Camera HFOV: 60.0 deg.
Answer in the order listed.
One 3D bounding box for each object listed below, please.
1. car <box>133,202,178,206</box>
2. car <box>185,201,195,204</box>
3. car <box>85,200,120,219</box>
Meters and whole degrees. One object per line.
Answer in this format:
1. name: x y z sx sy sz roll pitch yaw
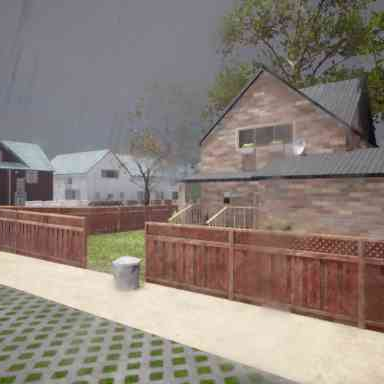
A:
1. car: -3.890 1.728 30.394 2.128 1.511 4.902 0 0 37
2. car: -1.129 1.806 39.000 2.128 1.511 4.902 0 -1 37
3. car: -8.305 1.552 29.418 2.097 1.767 4.553 0 0 37
